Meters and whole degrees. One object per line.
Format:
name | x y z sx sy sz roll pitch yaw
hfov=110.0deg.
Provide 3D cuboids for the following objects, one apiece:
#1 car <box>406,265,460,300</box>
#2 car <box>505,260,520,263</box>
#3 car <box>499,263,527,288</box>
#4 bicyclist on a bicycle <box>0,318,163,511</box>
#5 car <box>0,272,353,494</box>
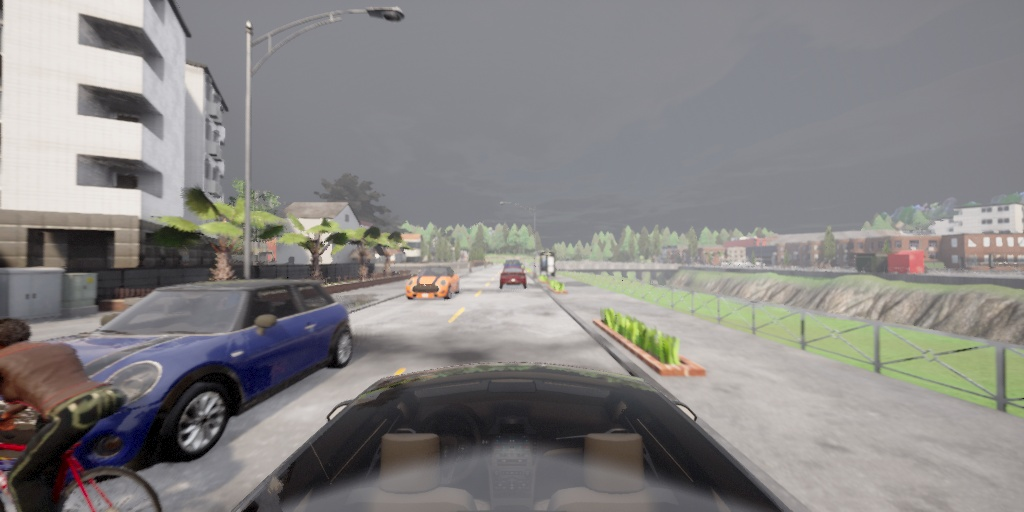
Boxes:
car | -4.092 1.307 19.165 2.097 1.767 4.553 0 -1 0
car | 0.075 1.460 43.251 2.150 2.045 5.566 0 0 0
car | 0.086 1.523 26.847 1.882 1.535 5.008 0 -1 0
bicyclist on a bicycle | -3.010 1.211 2.239 1.656 1.620 0.582 -2 -1 0
car | -4.098 1.144 4.981 2.097 1.767 4.553 0 -1 0
